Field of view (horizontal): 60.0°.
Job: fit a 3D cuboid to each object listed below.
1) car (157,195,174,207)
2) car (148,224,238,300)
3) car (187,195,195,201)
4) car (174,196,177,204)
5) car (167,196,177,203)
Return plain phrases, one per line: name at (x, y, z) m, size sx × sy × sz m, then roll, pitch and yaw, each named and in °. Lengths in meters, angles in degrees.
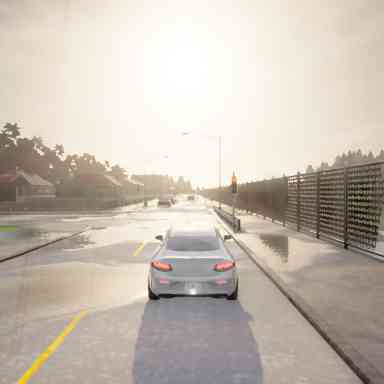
car at (-4.256, 1.478, 51.782) m, size 1.882 × 1.535 × 5.008 m, roll 0°, pitch 0°, yaw 0°
car at (0.029, 1.526, 8.243) m, size 1.812 × 1.442 × 4.674 m, roll 0°, pitch 0°, yaw 0°
car at (-0.275, 1.478, 86.366) m, size 1.882 × 1.535 × 5.008 m, roll 0°, pitch 0°, yaw 0°
car at (-4.257, 1.352, 61.712) m, size 2.097 × 1.767 × 4.553 m, roll 0°, pitch 0°, yaw 0°
car at (-4.225, 1.524, 71.625) m, size 1.812 × 1.442 × 4.674 m, roll 0°, pitch 0°, yaw 0°
